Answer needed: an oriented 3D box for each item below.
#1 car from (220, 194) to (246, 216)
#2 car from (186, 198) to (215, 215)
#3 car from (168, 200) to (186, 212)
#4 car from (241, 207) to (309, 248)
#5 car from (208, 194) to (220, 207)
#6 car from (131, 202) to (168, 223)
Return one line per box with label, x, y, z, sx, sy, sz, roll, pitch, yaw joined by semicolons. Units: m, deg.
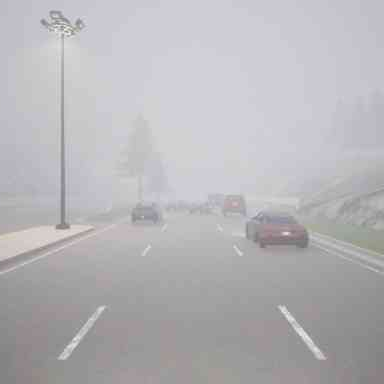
car;4.087;1.224;32.407;2.150;2.045;5.566;0;0;5
car;0.947;1.601;34.434;1.895;1.301;4.718;0;0;9
car;-1.617;1.601;39.244;1.895;1.301;4.718;0;0;14
car;3.600;1.564;14.746;1.994;1.385;4.181;0;0;0
car;3.424;1.221;44.486;2.150;2.045;5.566;0;0;16
car;-3.318;1.492;25.213;2.128;1.511;4.902;0;0;1
